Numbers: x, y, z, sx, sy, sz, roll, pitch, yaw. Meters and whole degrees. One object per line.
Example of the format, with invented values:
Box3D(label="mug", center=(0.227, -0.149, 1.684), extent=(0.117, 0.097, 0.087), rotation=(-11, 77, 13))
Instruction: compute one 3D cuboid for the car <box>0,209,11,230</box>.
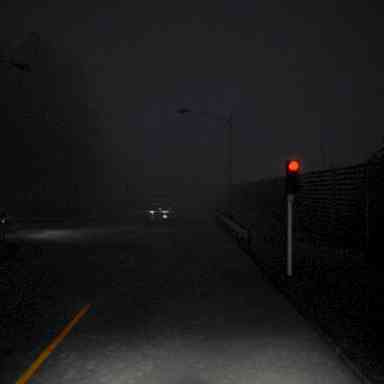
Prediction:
Box3D(label="car", center=(-12.952, 1.221, 18.076), extent=(5.566, 2.045, 2.150), rotation=(0, 0, 1))

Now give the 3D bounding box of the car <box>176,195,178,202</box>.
Box3D(label="car", center=(-4.226, 1.525, 63.979), extent=(1.812, 1.442, 4.674), rotation=(0, 0, 0))

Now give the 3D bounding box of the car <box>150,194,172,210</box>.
Box3D(label="car", center=(-4.231, 1.221, 43.935), extent=(2.150, 2.045, 5.566), rotation=(0, 0, 0))

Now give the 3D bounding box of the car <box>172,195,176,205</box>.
Box3D(label="car", center=(-4.249, 1.352, 53.786), extent=(2.097, 1.767, 4.553), rotation=(0, 0, 0))

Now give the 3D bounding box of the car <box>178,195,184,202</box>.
Box3D(label="car", center=(-3.944, 1.500, 77.035), extent=(4.892, 1.490, 1.837), rotation=(0, 0, 40))

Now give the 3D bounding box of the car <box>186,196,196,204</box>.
Box3D(label="car", center=(-0.146, 1.526, 65.121), extent=(1.812, 1.442, 4.674), rotation=(0, 0, -1))
